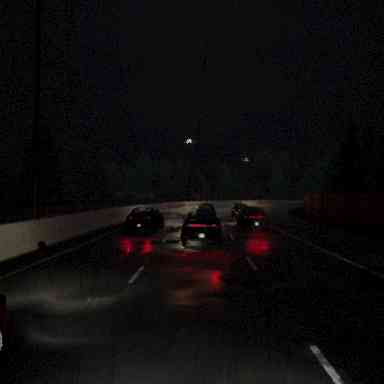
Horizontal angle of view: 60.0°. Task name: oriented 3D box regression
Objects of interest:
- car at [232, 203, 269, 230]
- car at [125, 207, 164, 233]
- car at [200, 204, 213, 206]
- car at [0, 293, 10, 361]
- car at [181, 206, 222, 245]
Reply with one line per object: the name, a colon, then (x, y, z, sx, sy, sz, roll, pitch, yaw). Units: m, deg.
car: (4.202, 1.800, 23.568, 1.837, 1.490, 4.892, 1, -1, 2)
car: (-2.886, 1.685, 21.038, 2.128, 1.511, 4.902, 1, -1, 2)
car: (1.471, 1.926, 34.182, 2.033, 1.411, 5.357, 1, -1, 6)
car: (-3.402, 1.469, 2.435, 1.882, 1.535, 5.008, 1, -1, 2)
car: (0.487, 1.674, 16.572, 2.128, 1.511, 4.902, 1, 0, 2)
